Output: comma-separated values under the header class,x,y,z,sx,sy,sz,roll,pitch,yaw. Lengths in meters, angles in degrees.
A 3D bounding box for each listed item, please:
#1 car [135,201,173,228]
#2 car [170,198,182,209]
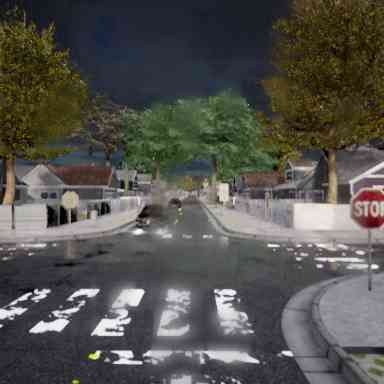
class,x,y,z,sx,sy,sz,roll,pitch,yaw
car,-2.655,1.639,23.295,1.837,1.490,4.892,1,0,2
car,-2.500,1.689,49.062,1.837,1.490,4.892,0,0,0
